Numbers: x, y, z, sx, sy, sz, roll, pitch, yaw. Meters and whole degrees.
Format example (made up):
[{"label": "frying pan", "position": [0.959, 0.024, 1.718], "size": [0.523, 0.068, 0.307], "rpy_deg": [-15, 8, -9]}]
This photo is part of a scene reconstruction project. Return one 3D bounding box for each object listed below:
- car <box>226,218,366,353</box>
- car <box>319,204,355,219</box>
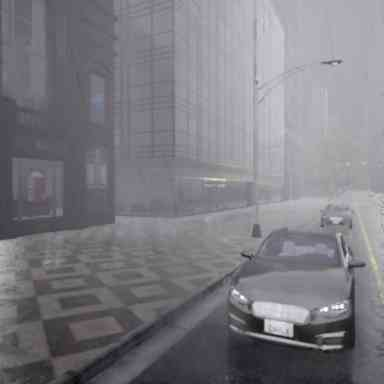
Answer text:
[{"label": "car", "position": [2.183, 1.504, 6.523], "size": [2.128, 1.511, 4.902], "rpy_deg": [0, 0, 26]}, {"label": "car", "position": [9.618, 1.538, 22.002], "size": [2.128, 1.511, 4.902], "rpy_deg": [0, 0, 26]}]
